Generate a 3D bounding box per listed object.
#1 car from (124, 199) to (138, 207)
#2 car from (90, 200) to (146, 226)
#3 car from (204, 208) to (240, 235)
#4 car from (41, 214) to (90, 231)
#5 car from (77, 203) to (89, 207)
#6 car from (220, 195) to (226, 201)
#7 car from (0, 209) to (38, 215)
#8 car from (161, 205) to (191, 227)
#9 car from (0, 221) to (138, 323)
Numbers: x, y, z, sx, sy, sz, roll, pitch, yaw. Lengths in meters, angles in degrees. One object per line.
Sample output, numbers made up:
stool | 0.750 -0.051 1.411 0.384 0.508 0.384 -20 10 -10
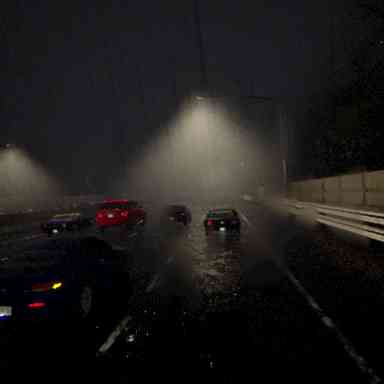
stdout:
car | -13.943 2.561 76.665 1.882 1.535 5.008 -3 0 5
car | -4.805 1.577 23.333 2.150 2.045 5.566 -3 0 5
car | 1.737 1.588 19.128 1.895 1.301 4.718 -3 0 5
car | -8.330 2.144 22.973 1.895 1.301 4.718 -3 0 5
car | -24.547 3.178 75.851 1.812 1.442 4.674 -3 0 5
car | 8.513 1.592 91.466 2.033 1.411 5.357 -3 0 5
car | -17.875 2.601 35.621 2.128 1.511 4.902 -3 0 5
car | -1.140 1.693 24.870 1.812 1.442 4.674 -3 0 5
car | -2.762 1.704 7.529 1.812 1.442 4.674 -3 0 5
